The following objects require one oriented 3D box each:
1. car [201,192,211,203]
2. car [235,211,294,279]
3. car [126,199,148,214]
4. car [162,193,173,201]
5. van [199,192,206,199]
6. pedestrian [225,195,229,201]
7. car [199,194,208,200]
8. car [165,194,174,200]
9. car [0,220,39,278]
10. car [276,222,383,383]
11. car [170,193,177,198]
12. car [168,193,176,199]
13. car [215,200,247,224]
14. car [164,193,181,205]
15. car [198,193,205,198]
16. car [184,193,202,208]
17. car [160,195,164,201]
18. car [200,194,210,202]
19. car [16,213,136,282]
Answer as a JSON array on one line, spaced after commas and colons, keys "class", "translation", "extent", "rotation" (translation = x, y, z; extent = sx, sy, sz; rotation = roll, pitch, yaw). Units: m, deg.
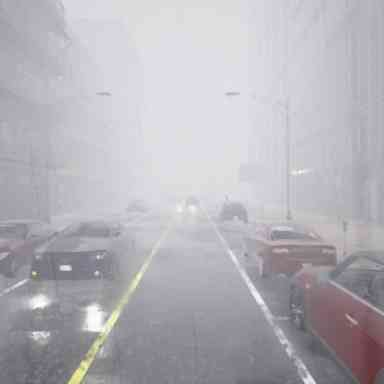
[{"class": "car", "translation": [2.590, 1.191, 60.553], "extent": [2.008, 1.369, 4.403], "rotation": [1, 0, 0]}, {"class": "car", "translation": [2.578, 1.486, 9.682], "extent": [1.887, 1.381, 4.507], "rotation": [1, 0, 0]}, {"class": "car", "translation": [-5.297, 1.357, 32.510], "extent": [2.008, 1.369, 4.403], "rotation": [1, 0, 0]}, {"class": "car", "translation": [-5.286, 1.013, 72.034], "extent": [1.967, 1.590, 4.097], "rotation": [1, 0, 0]}, {"class": "van", "translation": [2.598, 0.849, 83.161], "extent": [1.690, 1.788, 3.998], "rotation": [1, 0, 0]}, {"class": "pedestrian", "translation": [2.756, 1.136, 26.444], "extent": [0.375, 1.860, 0.375], "rotation": [1, 0, 0]}, {"class": "car", "translation": [2.594, 1.092, 77.510], "extent": [2.008, 1.369, 4.403], "rotation": [1, 0, 0]}, {"class": "car", "translation": [-5.287, 1.122, 77.681], "extent": [1.802, 1.307, 4.206], "rotation": [1, 0, 0]}, {"class": "car", "translation": [-5.303, 1.522, 9.924], "extent": [1.802, 1.307, 4.206], "rotation": [1, 0, 0]}, {"class": "car", "translation": [2.578, 1.415, 4.029], "extent": [1.967, 1.590, 4.097], "rotation": [1, 0, 0]}, {"class": "car", "translation": [-5.282, 0.969, 94.450], "extent": [1.752, 1.417, 4.829], "rotation": [1, 0, 0]}, {"class": "car", "translation": [-5.284, 1.057, 88.974], "extent": [1.802, 1.307, 4.206], "rotation": [1, 0, 0]}, {"class": "car", "translation": [2.756, 1.365, 23.486], "extent": [1.837, 1.490, 4.892], "rotation": [0, 0, 0]}, {"class": "car", "translation": [-2.801, 1.041, 52.267], "extent": [2.097, 1.767, 4.553], "rotation": [0, 0, 0]}, {"class": "car", "translation": [2.598, 0.988, 94.467], "extent": [1.887, 1.381, 4.507], "rotation": [1, 0, 0]}, {"class": "car", "translation": [0.058, 1.249, 43.164], "extent": [1.837, 1.490, 4.892], "rotation": [0, 1, 1]}, {"class": "car", "translation": [-5.289, 1.172, 66.388], "extent": [1.947, 1.339, 4.313], "rotation": [1, 0, 0]}, {"class": "car", "translation": [2.592, 1.131, 66.375], "extent": [1.752, 1.417, 4.829], "rotation": [1, 0, 0]}, {"class": "car", "translation": [-2.848, 1.507, 9.472], "extent": [1.994, 1.385, 4.181], "rotation": [0, 0, 0]}]
